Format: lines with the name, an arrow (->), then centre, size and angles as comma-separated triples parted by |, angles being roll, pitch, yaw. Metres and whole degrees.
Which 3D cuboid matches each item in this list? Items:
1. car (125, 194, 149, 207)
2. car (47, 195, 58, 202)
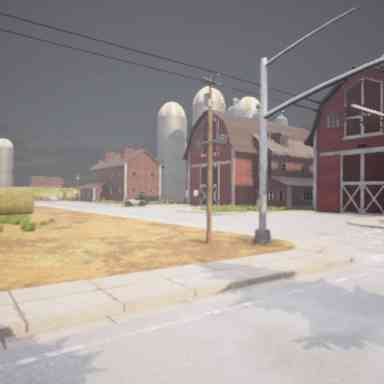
car -> -8.895, 1.381, 54.118 | 3.866, 1.878, 1.905 | -1, 5, 11
car -> -34.035, 1.548, 81.080 | 1.812, 1.442, 4.674 | 1, 0, -37
